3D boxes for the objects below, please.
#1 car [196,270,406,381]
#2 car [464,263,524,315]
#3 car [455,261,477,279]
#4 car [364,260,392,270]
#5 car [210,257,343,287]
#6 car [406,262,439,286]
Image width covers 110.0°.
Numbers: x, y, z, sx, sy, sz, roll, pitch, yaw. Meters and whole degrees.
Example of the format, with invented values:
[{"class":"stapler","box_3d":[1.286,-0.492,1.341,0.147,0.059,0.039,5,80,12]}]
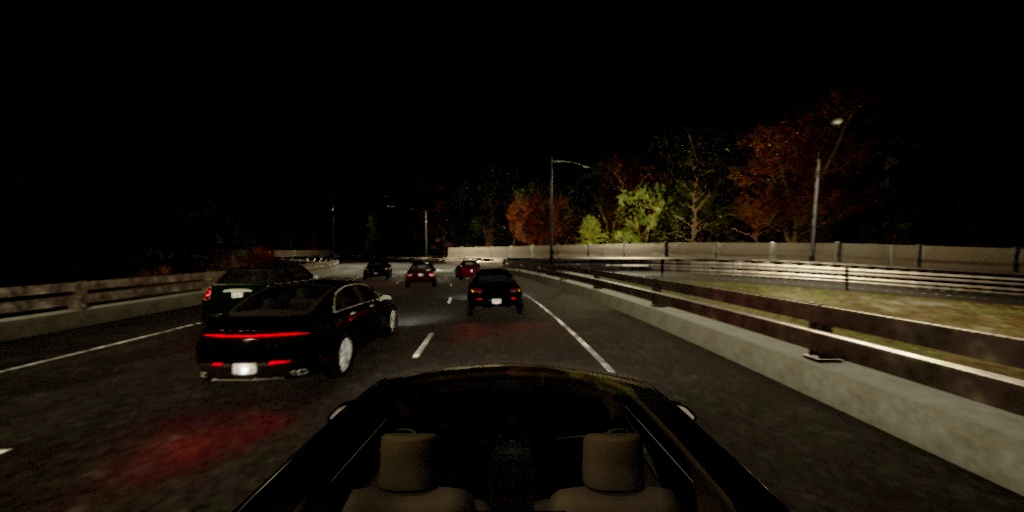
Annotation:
[{"class":"car","box_3d":[-3.704,1.221,7.180,1.837,1.490,4.892,0,1,-4]},{"class":"car","box_3d":[-0.696,1.163,13.012,1.812,1.442,4.674,0,1,-6]},{"class":"car","box_3d":[-3.477,1.055,28.864,1.994,1.385,4.181,0,1,-14]},{"class":"car","box_3d":[-10.555,1.062,28.386,1.812,1.442,4.674,0,1,-15]},{"class":"car","box_3d":[-7.595,1.043,11.760,2.097,1.767,4.553,0,1,-6]},{"class":"car","box_3d":[-5.748,1.111,23.060,2.033,1.411,5.357,0,1,-11]}]
